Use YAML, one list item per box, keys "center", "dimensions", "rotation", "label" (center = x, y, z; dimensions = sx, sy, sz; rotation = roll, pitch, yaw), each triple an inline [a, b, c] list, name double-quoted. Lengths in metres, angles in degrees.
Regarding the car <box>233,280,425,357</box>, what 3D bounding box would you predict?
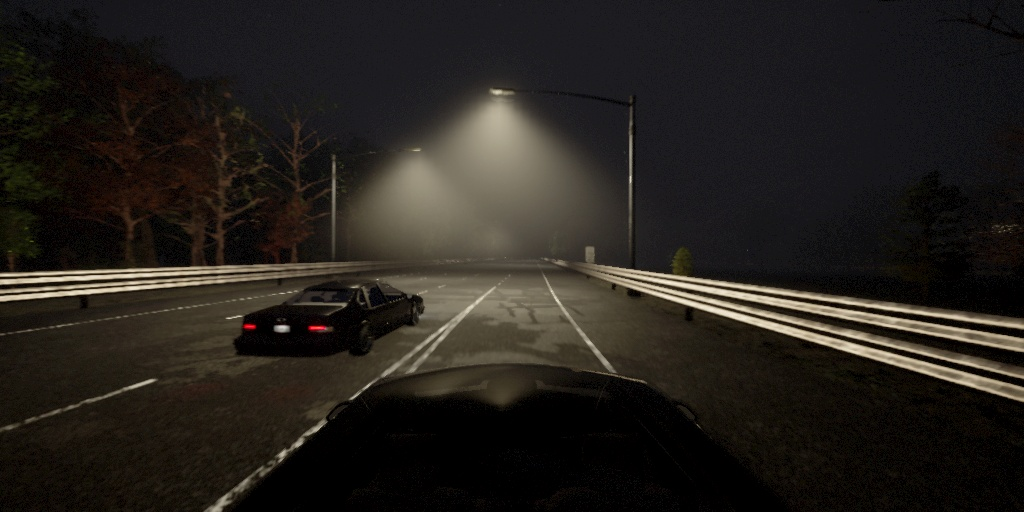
- center: [-3.719, 1.276, 8.538]
  dimensions: [2.033, 1.411, 5.357]
  rotation: [0, 0, 3]
  label: "car"
